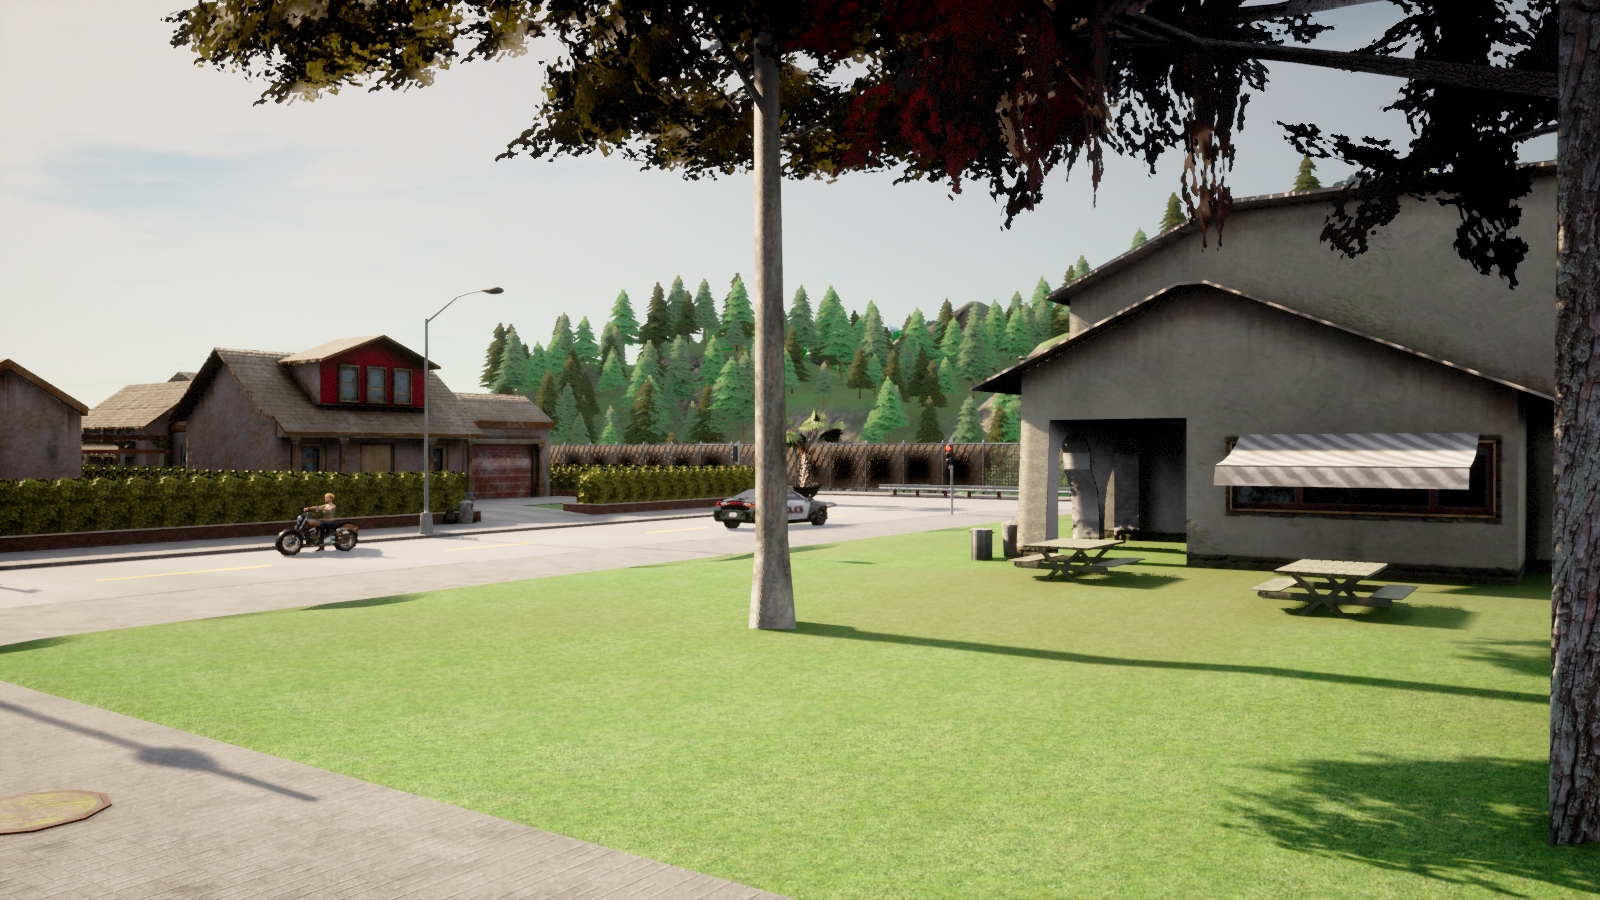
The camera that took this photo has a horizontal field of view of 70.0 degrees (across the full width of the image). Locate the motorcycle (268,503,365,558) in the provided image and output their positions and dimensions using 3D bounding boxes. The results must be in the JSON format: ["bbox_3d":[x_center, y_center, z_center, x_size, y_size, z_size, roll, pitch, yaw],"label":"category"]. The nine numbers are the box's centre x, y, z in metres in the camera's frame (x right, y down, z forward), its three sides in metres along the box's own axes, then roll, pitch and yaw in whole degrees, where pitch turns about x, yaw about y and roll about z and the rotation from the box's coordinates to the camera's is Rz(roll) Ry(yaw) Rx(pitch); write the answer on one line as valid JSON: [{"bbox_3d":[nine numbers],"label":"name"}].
[{"bbox_3d":[-13.052,2.155,30.913,0.764,1.307,2.356,0,0,35],"label":"motorcycle"}]

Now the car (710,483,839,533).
[{"bbox_3d":[-0.850,2.038,41.431,2.038,1.542,4.974,0,0,37],"label":"car"}]
